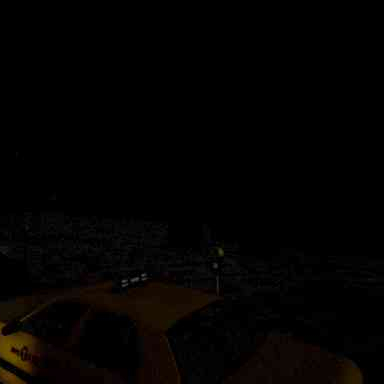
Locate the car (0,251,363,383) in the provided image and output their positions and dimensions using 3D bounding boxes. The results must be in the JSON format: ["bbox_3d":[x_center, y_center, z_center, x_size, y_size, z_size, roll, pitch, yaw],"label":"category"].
[{"bbox_3d":[-0.822,1.525,3.552,4.829,1.417,1.752,0,0,36],"label":"car"}]
